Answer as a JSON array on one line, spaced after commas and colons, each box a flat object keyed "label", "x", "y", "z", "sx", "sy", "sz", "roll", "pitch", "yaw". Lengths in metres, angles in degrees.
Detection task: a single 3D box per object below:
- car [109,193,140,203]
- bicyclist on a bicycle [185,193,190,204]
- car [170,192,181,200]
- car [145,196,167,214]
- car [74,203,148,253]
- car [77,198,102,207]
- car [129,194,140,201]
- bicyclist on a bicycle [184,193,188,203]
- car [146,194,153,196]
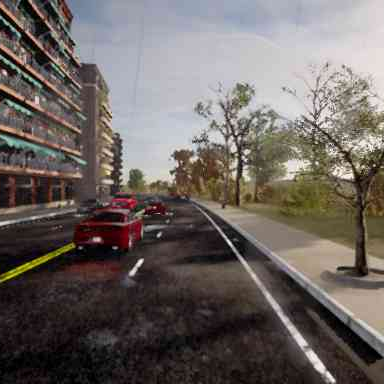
[{"label": "car", "x": -7.032, "y": 1.082, "z": 34.215, "sx": 2.150, "sy": 2.045, "sz": 5.566, "roll": 0, "pitch": 0, "yaw": -2}, {"label": "bicyclist on a bicycle", "x": -0.508, "y": 1.218, "z": 54.337, "sx": 0.582, "sy": 1.620, "sz": 1.656, "roll": 0, "pitch": 0, "yaw": -4}, {"label": "car", "x": -3.753, "y": 1.168, "z": 82.390, "sx": 2.033, "sy": 1.411, "sz": 5.357, "roll": 0, "pitch": 0, "yaw": -6}, {"label": "car", "x": -3.559, "y": 1.425, "z": 33.264, "sx": 1.994, "sy": 1.385, "sz": 4.181, "roll": 0, "pitch": 0, "yaw": -2}, {"label": "car", "x": -3.172, "y": 1.421, "z": 13.521, "sx": 1.882, "sy": 1.535, "sz": 5.008, "roll": 0, "pitch": 0, "yaw": 0}, {"label": "car", "x": -10.277, "y": 1.386, "z": 33.909, "sx": 1.812, "sy": 1.442, "sz": 4.674, "roll": 0, "pitch": 0, "yaw": -2}, {"label": "car", "x": -12.816, "y": 1.153, "z": 74.986, "sx": 2.033, "sy": 1.411, "sz": 5.357, "roll": 0, "pitch": 0, "yaw": -5}, {"label": "bicyclist on a bicycle", "x": -1.142, "y": 1.093, "z": 63.383, "sx": 0.659, "sy": 1.776, "sz": 1.843, "roll": 0, "pitch": 0, "yaw": -4}, {"label": "car", "x": -9.582, "y": 1.148, "z": 75.301, "sx": 2.033, "sy": 1.411, "sz": 5.357, "roll": 0, "pitch": 0, "yaw": -5}]
